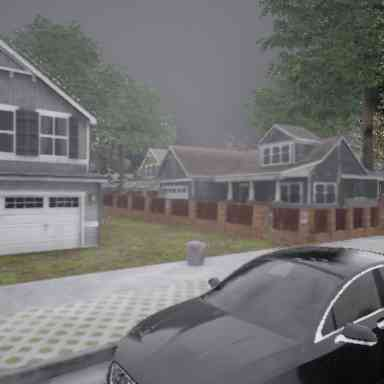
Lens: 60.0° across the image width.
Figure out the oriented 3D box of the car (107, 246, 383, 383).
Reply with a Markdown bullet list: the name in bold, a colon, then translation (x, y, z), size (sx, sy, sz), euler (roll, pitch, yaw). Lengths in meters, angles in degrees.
- **car**: translation (1.445, 1.512, 4.045), size (4.892, 1.490, 1.837), euler (0, 0, -35)
